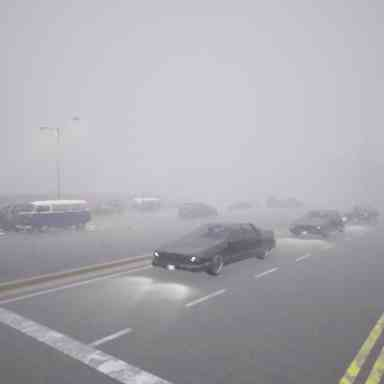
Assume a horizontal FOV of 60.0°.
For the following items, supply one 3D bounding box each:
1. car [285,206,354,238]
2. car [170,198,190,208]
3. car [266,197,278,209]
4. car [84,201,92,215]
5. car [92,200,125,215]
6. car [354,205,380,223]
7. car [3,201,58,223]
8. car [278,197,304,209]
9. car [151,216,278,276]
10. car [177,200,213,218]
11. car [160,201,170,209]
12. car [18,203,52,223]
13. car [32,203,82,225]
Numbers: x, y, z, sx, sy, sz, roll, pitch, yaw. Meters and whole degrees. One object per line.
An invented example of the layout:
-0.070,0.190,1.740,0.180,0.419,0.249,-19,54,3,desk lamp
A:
7.507,1.735,19.366,2.033,1.411,5.357,-2,-1,39,car
-1.773,2.210,65.965,1.905,1.878,3.866,-2,-1,39,car
13.482,1.755,53.630,1.905,1.878,3.866,-2,-1,39,car
-15.003,2.474,54.221,1.784,1.438,3.905,-2,-1,39,car
-12.799,2.197,52.349,1.932,1.855,4.605,-2,-1,39,car
14.037,1.795,27.451,1.895,1.301,4.718,-2,-1,39,car
-17.983,2.059,37.158,1.932,1.855,4.605,-2,-1,39,car
15.694,1.685,51.764,1.932,1.855,4.605,-2,-1,39,car
1.077,1.728,11.389,2.033,1.411,5.357,-2,-1,39,car
0.378,2.047,41.769,1.970,1.475,3.806,-2,-1,39,car
-4.009,2.517,67.794,1.970,1.475,3.806,-2,-1,39,car
-15.865,2.207,35.503,1.784,1.438,3.905,-2,-1,39,car
-13.617,2.172,33.678,1.970,1.475,3.806,-2,-1,39,car
